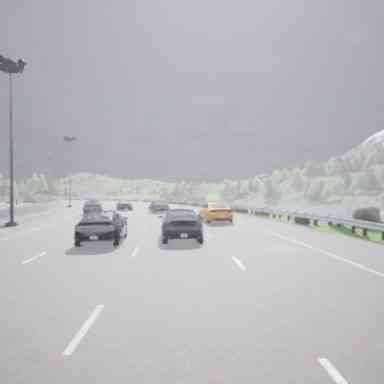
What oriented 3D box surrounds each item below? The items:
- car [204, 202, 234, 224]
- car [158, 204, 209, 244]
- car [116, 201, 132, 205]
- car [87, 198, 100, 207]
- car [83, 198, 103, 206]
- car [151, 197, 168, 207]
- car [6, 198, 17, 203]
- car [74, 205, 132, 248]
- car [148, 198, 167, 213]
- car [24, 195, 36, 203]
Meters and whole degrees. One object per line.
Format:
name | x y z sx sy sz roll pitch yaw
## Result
car | 1.795 1.527 25.571 1.882 1.535 5.008 0 0 -8
car | -0.582 1.557 16.261 1.837 1.490 4.892 0 0 -6
car | -9.523 1.836 46.260 1.895 1.301 4.718 -1 0 -16
car | -17.418 1.863 58.429 1.837 1.490 4.892 0 0 -21
car | -10.930 1.716 36.606 2.128 1.511 4.902 0 0 -13
car | -5.591 1.696 56.683 1.882 1.535 5.008 0 0 -19
car | -37.841 1.854 69.738 1.882 1.535 5.008 -1 0 -26
car | -4.081 1.581 15.424 2.128 1.511 4.902 0 0 -6
car | -3.923 1.698 38.746 2.033 1.411 5.357 -1 0 -15
car | -35.339 1.731 72.519 2.150 2.045 5.566 -1 0 -28
